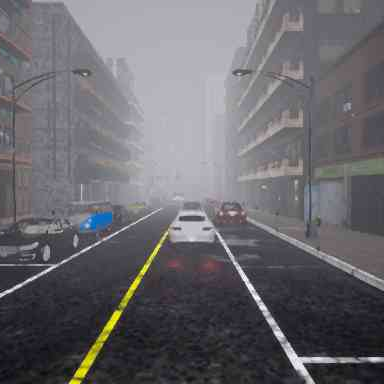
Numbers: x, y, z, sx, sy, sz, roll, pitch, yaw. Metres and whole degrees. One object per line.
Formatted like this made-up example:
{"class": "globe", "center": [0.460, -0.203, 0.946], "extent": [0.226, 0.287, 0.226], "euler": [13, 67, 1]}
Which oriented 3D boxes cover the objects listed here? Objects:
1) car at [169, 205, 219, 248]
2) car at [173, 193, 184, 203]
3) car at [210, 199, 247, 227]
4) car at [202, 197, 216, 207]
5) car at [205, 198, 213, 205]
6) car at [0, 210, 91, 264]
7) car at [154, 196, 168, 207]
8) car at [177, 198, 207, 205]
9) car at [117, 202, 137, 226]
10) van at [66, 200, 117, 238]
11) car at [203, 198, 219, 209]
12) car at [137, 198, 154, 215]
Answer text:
{"class": "car", "center": [0.000, 1.530, 14.652], "extent": [1.812, 1.442, 4.674], "euler": [0, 0, 0]}
{"class": "car", "center": [-2.751, 1.153, 68.793], "extent": [2.150, 2.045, 5.566], "euler": [0, 0, 0]}
{"class": "car", "center": [2.554, 1.434, 23.002], "extent": [1.967, 1.590, 4.097], "euler": [-1, 0, 0]}
{"class": "car", "center": [2.556, 1.552, 51.324], "extent": [1.947, 1.339, 4.313], "euler": [-1, 0, 0]}
{"class": "car", "center": [2.556, 1.571, 39.995], "extent": [1.802, 1.307, 4.206], "euler": [-1, 0, 0]}
{"class": "car", "center": [-5.325, 1.547, 11.646], "extent": [2.008, 1.369, 4.403], "euler": [-1, 0, 0]}
{"class": "car", "center": [-5.324, 1.536, 51.206], "extent": [2.008, 1.369, 4.403], "euler": [-1, 0, 0]}
{"class": "car", "center": [0.000, 1.556, 29.653], "extent": [2.033, 1.411, 5.357], "euler": [0, 0, 0]}
{"class": "car", "center": [-5.324, 1.559, 22.949], "extent": [1.947, 1.339, 4.313], "euler": [-1, 0, 0]}
{"class": "van", "center": [-5.327, 1.336, 17.298], "extent": [1.690, 1.788, 3.998], "euler": [-1, 0, 0]}
{"class": "car", "center": [2.556, 1.532, 45.660], "extent": [1.887, 1.381, 4.507], "euler": [-1, 0, 0]}
{"class": "car", "center": [-5.325, 1.516, 34.082], "extent": [1.752, 1.417, 4.829], "euler": [-1, 0, 0]}
